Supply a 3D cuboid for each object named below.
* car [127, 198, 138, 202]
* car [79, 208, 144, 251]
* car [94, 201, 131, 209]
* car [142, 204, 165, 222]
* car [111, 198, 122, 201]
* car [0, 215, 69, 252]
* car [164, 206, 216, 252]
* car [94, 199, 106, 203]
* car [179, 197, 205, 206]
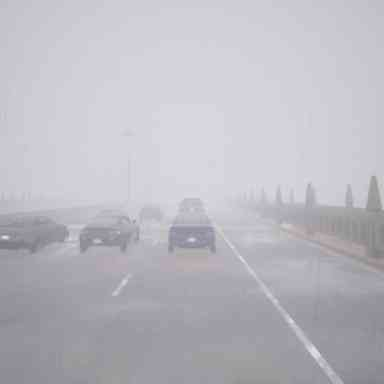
[{"bbox_3d":[-12.950,2.179,72.743,1.837,1.490,4.892,0,-1,2],"label":"car"},{"bbox_3d":[-3.496,1.663,14.600,1.812,1.442,4.674,0,0,0],"label":"car"},{"bbox_3d":[-6.995,1.803,29.573,1.812,1.442,4.674,0,0,0],"label":"car"},{"bbox_3d":[-3.497,1.769,29.501,2.128,1.511,4.902,0,0,0],"label":"car"},{"bbox_3d":[-16.449,2.180,72.844,1.837,1.490,4.892,0,-1,2],"label":"car"},{"bbox_3d":[-6.997,1.701,14.509,1.994,1.385,4.181,0,0,0],"label":"car"},{"bbox_3d":[0.005,1.616,14.679,1.882,1.535,5.008,0,0,0],"label":"car"},{"bbox_3d":[-19.948,2.205,72.944,1.812,1.442,4.674,0,-1,2],"label":"car"},{"bbox_3d":[-0.002,1.490,29.215,2.150,2.045,5.566,0,0,0],"label":"car"}]
